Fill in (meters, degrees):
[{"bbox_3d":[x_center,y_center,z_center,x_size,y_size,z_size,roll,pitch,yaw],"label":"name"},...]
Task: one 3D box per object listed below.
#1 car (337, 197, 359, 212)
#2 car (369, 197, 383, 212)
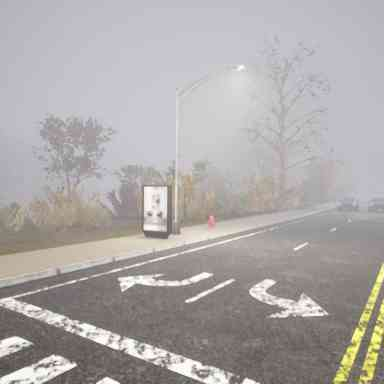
[{"bbox_3d":[18.707,1.382,39.731,2.097,1.767,4.553,0,0,30],"label":"car"},{"bbox_3d":[21.509,1.384,38.084,2.097,1.767,4.553,0,0,30],"label":"car"}]
